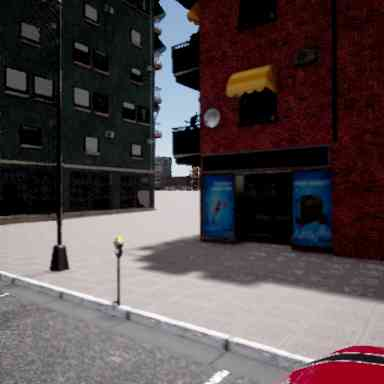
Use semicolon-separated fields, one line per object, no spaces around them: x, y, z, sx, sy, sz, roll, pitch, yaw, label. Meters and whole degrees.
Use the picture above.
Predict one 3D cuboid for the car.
2.139;1.438;1.351;4.097;1.590;1.967;0;0;36;car
